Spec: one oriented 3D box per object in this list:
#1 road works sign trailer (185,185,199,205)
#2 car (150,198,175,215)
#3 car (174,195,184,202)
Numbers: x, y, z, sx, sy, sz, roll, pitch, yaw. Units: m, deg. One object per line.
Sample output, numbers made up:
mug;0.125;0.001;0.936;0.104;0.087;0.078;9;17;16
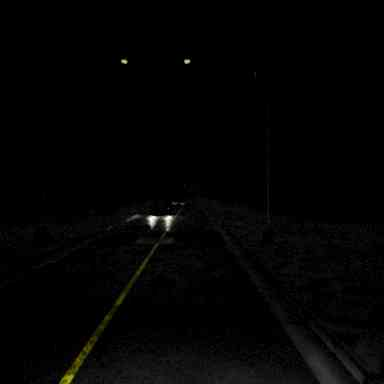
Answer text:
road works sign trailer;0.004;0.591;59.256;2.380;3.560;2.880;0;0;0
car;-3.095;1.519;34.069;1.882;1.535;5.008;0;0;0
car;-2.996;1.397;76.156;2.097;1.767;4.553;0;0;0
